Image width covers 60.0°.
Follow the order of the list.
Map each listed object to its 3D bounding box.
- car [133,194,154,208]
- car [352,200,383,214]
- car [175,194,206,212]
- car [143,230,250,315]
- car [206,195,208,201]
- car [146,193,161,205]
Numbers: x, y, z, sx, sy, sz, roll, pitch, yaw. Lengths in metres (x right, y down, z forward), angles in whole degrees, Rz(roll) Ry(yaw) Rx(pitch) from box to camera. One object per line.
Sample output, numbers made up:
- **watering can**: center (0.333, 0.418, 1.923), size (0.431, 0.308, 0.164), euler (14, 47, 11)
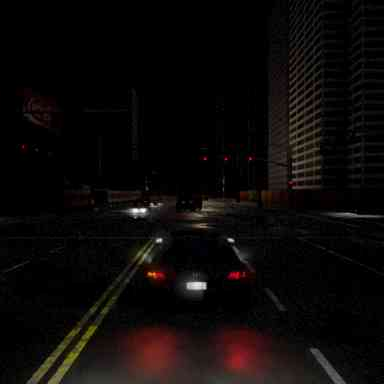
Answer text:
- **car**: center (-7.223, 1.491, 48.041), size (2.128, 1.511, 4.902), euler (0, 0, 0)
- **car**: center (19.619, 1.547, 34.452), size (5.357, 1.411, 2.033), euler (0, 0, 0)
- **car**: center (-0.303, 1.221, 38.786), size (2.150, 2.045, 5.566), euler (1, 0, 14)
- **car**: center (0.075, 1.564, 7.661), size (1.994, 1.385, 4.181), euler (0, 0, 0)
- **car**: center (3.250, 1.525, 87.500), size (2.128, 1.511, 4.902), euler (0, 0, 0)
- **car**: center (-7.241, 1.221, 57.993), size (2.150, 2.045, 5.566), euler (0, 0, 0)
